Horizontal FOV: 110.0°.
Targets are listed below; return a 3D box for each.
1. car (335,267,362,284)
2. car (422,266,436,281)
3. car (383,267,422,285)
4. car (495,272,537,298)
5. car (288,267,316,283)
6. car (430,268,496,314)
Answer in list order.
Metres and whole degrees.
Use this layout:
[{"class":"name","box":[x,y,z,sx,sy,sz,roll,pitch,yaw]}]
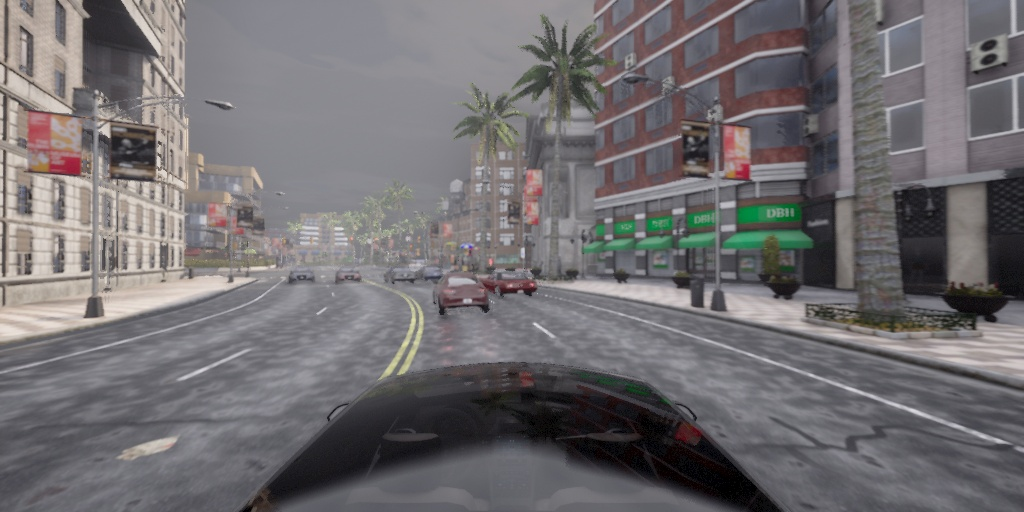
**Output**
[{"class":"car","box":[-14.513,1.664,31.664,1.994,1.385,4.181,0,-1,-29]},{"class":"car","box":[-7.973,1.653,34.559,1.994,1.385,4.181,0,-1,-29]},{"class":"car","box":[-9.559,1.607,30.284,2.033,1.411,5.357,0,-1,-29]},{"class":"car","box":[-0.399,1.517,19.996,1.895,1.301,4.718,0,-1,-22]},{"class":"car","box":[-18.849,1.693,32.272,1.994,1.385,4.181,0,-1,-29]},{"class":"car","box":[-2.154,1.400,14.478,1.812,1.442,4.674,0,-1,-16]}]
